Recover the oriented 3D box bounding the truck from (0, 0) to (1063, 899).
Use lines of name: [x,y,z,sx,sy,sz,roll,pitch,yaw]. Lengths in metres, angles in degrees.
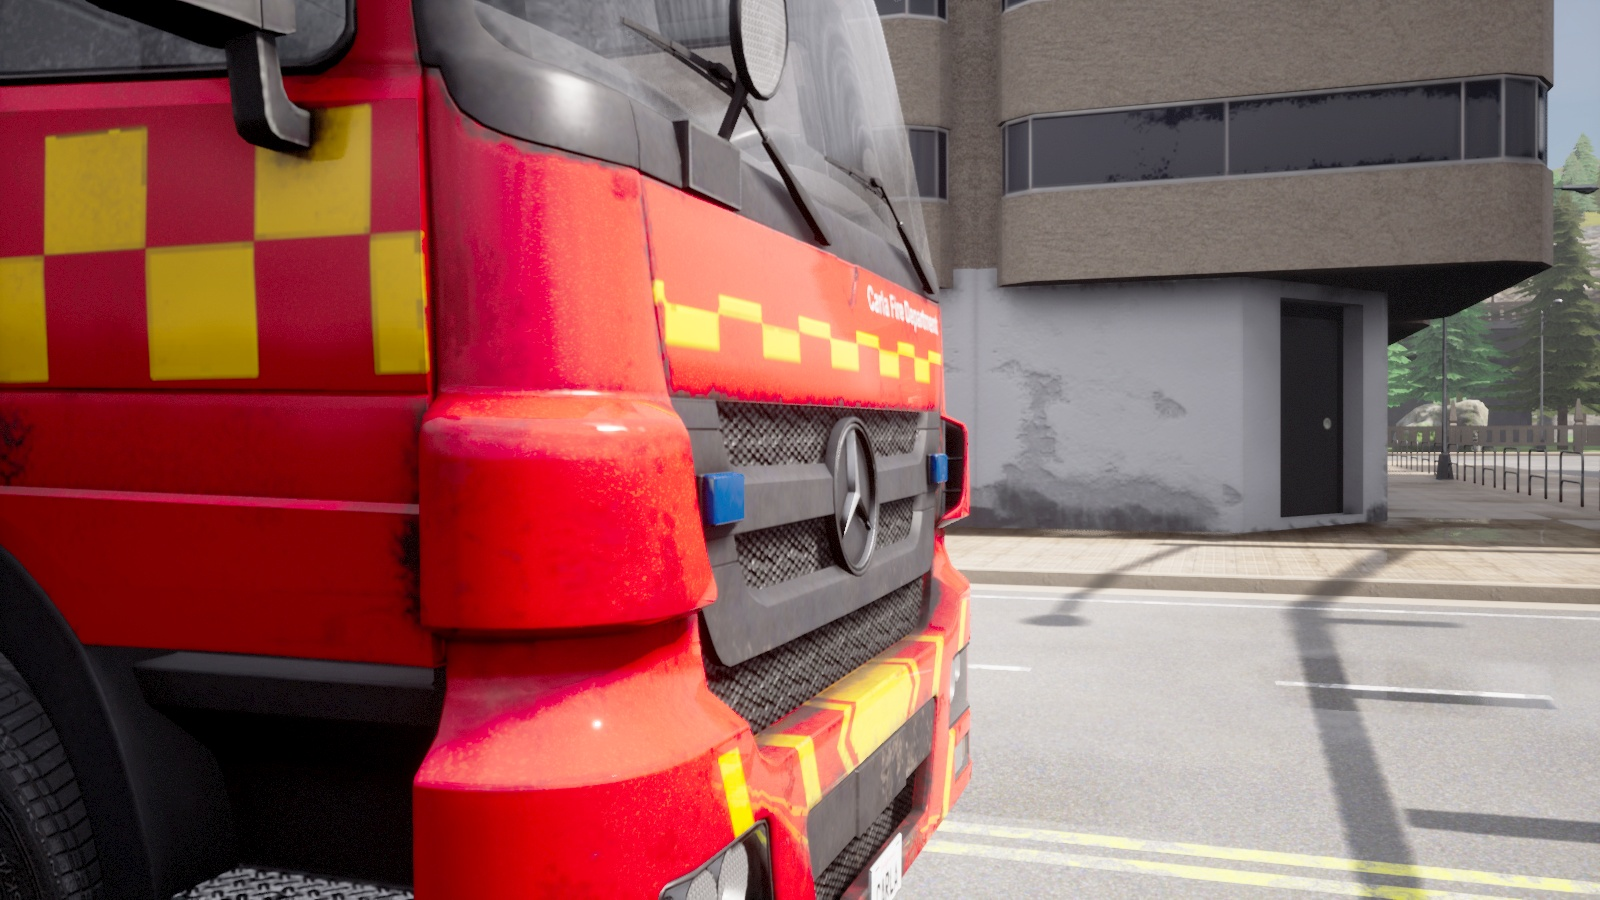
truck: [-3.559,-0.411,4.373,8.468,3.827,2.891,0,1,19]
